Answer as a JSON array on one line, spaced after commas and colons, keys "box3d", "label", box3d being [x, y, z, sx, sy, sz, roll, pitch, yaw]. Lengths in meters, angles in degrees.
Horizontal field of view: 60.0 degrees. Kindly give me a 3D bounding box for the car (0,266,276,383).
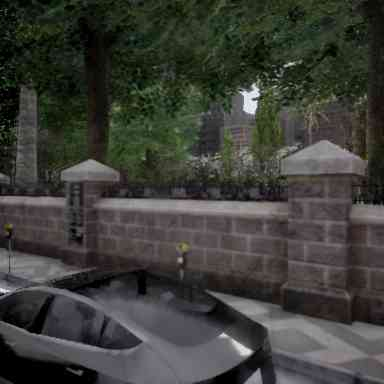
[{"box3d": [-1.219, 1.564, 3.829, 4.313, 1.339, 1.947, 0, 0, 36], "label": "car"}]
